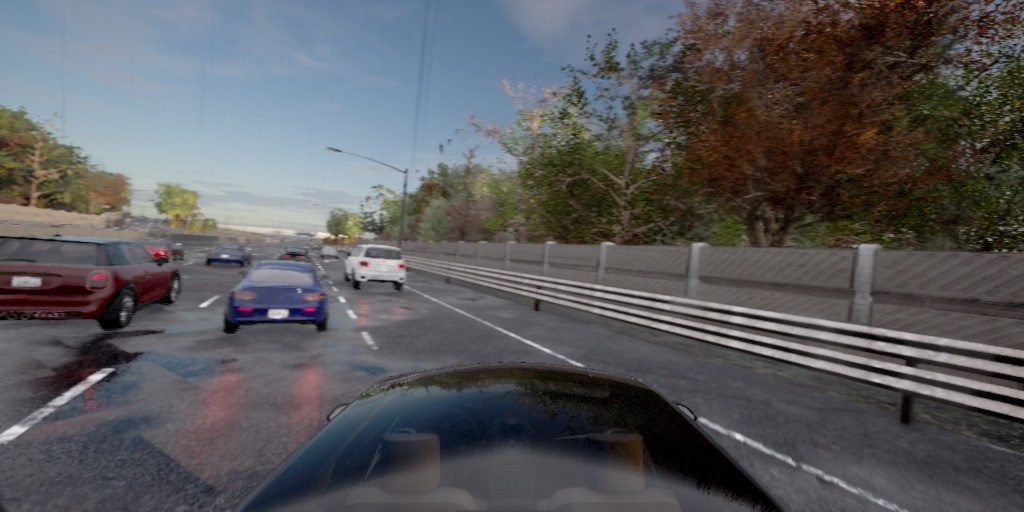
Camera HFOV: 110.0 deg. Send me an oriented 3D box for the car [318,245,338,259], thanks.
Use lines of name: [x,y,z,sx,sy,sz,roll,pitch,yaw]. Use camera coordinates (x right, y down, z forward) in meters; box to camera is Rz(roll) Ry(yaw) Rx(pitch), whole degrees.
car: [-23.360,-0.484,45.879,1.812,1.442,4.674,5,0,-30]

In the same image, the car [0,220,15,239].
car: [-40.505,-2.104,26.668,2.033,1.411,5.357,5,0,-30]

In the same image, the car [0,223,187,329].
car: [-8.927,0.351,7.645,2.097,1.767,4.553,5,0,-30]

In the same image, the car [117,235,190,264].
car: [-20.862,-0.398,21.097,1.994,1.385,4.181,5,0,-30]

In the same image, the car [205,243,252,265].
car: [-17.775,-0.115,22.731,1.994,1.385,4.181,5,0,-30]

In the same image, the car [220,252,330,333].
car: [-5.543,0.830,8.742,1.812,1.442,4.674,5,0,-30]

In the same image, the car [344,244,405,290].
car: [-6.866,0.467,17.758,2.150,2.045,5.566,5,0,-30]

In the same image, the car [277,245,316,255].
car: [-14.498,0.123,24.045,1.837,1.490,4.892,5,0,-30]
